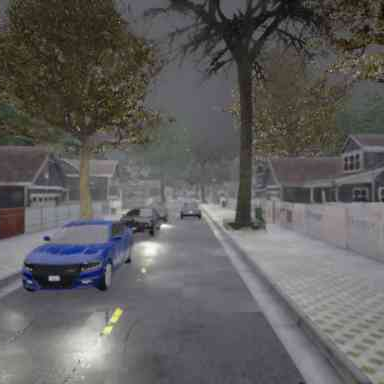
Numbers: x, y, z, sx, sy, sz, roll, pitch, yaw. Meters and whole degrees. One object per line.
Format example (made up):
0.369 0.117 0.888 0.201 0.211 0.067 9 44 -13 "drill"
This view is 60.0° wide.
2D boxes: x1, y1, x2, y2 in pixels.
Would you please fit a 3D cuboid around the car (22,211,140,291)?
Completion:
-2.891 1.544 9.437 1.882 1.535 5.008 0 0 0 "car"

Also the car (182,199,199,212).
-0.212 1.789 45.234 2.128 1.511 4.902 0 0 0 "car"

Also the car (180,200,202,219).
-0.113 1.767 31.591 1.994 1.385 4.181 0 0 0 "car"

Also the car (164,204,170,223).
-2.906 1.731 27.653 1.837 1.490 4.892 0 0 0 "car"

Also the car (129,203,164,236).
-2.945 1.608 19.563 1.882 1.535 5.008 0 -1 0 "car"
